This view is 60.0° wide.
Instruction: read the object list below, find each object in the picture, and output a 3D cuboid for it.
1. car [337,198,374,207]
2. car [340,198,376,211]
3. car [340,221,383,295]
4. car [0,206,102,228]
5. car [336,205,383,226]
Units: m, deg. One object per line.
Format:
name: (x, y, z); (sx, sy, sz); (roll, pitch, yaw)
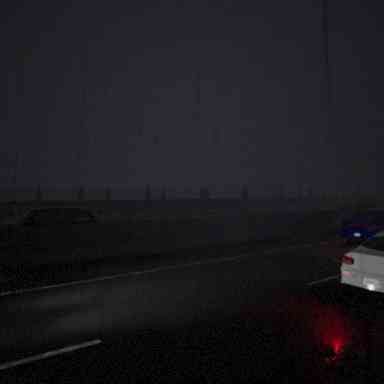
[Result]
car: (16.627, 1.512, 33.763); (5.008, 1.535, 1.882); (0, 0, -36)
car: (20.529, 1.520, 41.006); (5.008, 1.535, 1.882); (1, 0, -36)
car: (5.220, 1.534, 7.602); (4.674, 1.442, 1.812); (0, 0, -36)
car: (-5.777, 1.361, 12.812); (4.553, 1.767, 2.097); (0, 0, -36)
car: (8.347, 1.493, 14.275); (5.008, 1.535, 1.882); (0, 0, -37)
